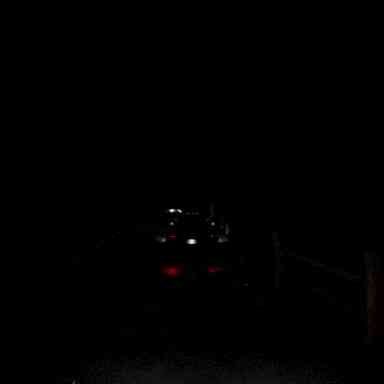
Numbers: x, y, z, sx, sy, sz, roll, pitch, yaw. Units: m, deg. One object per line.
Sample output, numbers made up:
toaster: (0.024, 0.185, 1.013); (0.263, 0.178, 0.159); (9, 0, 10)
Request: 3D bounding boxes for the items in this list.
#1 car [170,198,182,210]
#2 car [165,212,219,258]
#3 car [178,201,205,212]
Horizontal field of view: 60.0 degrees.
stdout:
car: (-2.830, 2.198, 61.402); (2.150, 2.045, 5.566); (0, -1, 1)
car: (0.014, 1.704, 13.452); (1.994, 1.385, 4.181); (0, -1, 1)
car: (0.006, 1.847, 28.516); (1.837, 1.490, 4.892); (0, 0, 0)
